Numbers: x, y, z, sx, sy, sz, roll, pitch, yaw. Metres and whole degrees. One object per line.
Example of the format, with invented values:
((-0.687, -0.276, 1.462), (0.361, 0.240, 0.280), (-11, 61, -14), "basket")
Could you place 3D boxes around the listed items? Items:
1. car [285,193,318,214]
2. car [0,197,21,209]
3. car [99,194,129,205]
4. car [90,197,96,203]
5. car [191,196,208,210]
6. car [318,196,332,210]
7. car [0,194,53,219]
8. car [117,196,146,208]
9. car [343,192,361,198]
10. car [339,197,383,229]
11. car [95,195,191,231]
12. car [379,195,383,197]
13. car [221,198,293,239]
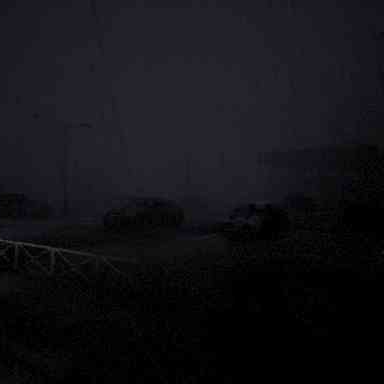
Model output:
((9.950, 1.012, 31.084), (1.932, 1.855, 4.605), (0, 0, 35), "car")
((-24.190, 1.370, 42.287), (1.970, 1.475, 3.806), (0, 0, 35), "car")
((-13.438, 1.251, 57.545), (2.152, 1.636, 5.027), (0, 0, 35), "car")
((-16.046, 1.263, 59.289), (2.007, 1.523, 4.514), (0, 0, 35), "car")
((0.117, 1.223, 38.764), (2.007, 1.523, 4.514), (0, 0, 35), "car")
((14.749, 1.246, 38.075), (1.970, 1.475, 3.806), (0, 0, 35), "car")
((-13.048, 1.069, 25.871), (1.905, 1.878, 3.866), (0, 0, 35), "car")
((-8.072, 1.255, 44.491), (1.845, 1.501, 3.633), (0, 0, 35), "car")
((17.132, 0.960, 35.679), (1.905, 1.878, 3.866), (0, 0, 35), "car")
((9.954, 1.240, 18.902), (2.007, 1.523, 4.514), (0, 0, 35), "car")
((-2.531, 1.132, 18.584), (2.152, 1.636, 5.027), (0, 0, 35), "car")
((36.949, 1.244, 63.315), (4.611, 1.667, 2.242), (0, 0, 35), "car")
((2.928, 1.203, 15.194), (1.970, 1.475, 3.806), (0, 0, 35), "car")
